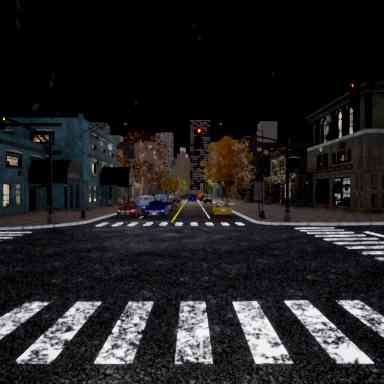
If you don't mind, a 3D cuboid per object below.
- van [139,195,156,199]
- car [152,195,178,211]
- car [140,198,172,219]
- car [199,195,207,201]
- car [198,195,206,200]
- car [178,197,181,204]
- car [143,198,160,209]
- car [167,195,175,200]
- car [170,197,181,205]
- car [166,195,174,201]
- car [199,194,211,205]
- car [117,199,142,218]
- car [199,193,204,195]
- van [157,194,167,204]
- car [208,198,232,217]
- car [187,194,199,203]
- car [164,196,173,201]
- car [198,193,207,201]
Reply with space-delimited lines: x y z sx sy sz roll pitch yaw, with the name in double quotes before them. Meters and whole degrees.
"van" -5.700 1.334 41.497 1.690 1.788 3.998 0 0 0
"car" -3.104 1.485 38.859 2.128 1.511 4.902 0 0 0
"car" -3.121 1.521 29.660 1.812 1.442 4.674 0 0 0
"car" 2.677 1.528 80.323 1.887 1.381 4.507 -1 0 0
"car" 2.675 1.525 91.416 1.887 1.381 4.507 -1 0 0
"car" -3.098 1.554 48.770 1.994 1.385 4.181 0 0 0
"car" -5.699 1.536 47.045 1.887 1.381 4.507 0 0 0
"car" -5.706 1.562 91.414 1.802 1.307 4.206 0 0 0
"car" -3.045 1.589 61.779 1.895 1.301 4.718 0 0 1
"car" -5.705 1.527 85.868 1.887 1.381 4.507 0 0 0
"car" 2.680 1.540 58.138 2.008 1.369 4.403 -1 0 0
"car" -5.696 1.577 30.405 1.802 1.307 4.206 0 0 0
"car" 2.677 1.551 74.777 1.947 1.339 4.313 -1 0 0
"van" -5.703 1.329 63.683 1.690 1.788 3.998 0 0 0
"car" 2.683 1.520 30.577 1.752 1.417 4.829 -1 0 0
"car" 0.057 1.464 70.837 1.882 1.535 5.008 0 0 0
"car" -5.704 1.549 80.322 1.947 1.339 4.313 0 0 0
"car" 2.673 1.297 85.870 2.192 1.841 5.009 -1 0 0
